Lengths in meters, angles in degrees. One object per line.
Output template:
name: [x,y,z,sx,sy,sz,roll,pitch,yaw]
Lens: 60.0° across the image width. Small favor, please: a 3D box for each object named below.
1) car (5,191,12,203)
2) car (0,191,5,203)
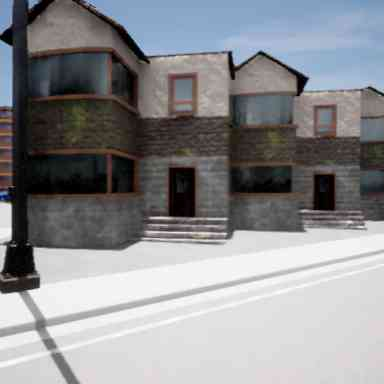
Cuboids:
car: [-20.646,0.660,41.703,1.812,1.442,4.674,0,1,10]
car: [-23.988,0.598,42.905,1.882,1.535,5.008,0,1,10]
